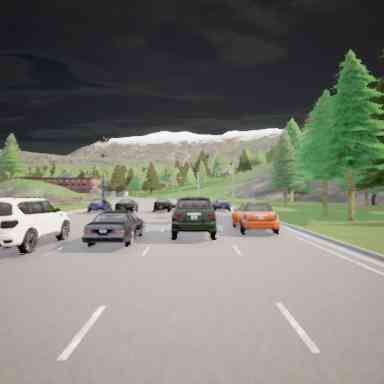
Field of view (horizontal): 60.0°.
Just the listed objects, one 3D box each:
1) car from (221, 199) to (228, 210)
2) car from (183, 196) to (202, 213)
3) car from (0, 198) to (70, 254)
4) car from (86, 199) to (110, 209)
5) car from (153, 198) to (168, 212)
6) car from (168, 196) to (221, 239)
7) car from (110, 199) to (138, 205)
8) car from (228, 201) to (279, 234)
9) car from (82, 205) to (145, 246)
[{"bbox_3d":[3.589,1.542,40.287,1.812,1.442,4.674,0,0,0],"label":"car"},{"bbox_3d":[0.090,1.367,38.528,2.097,1.767,4.553,0,0,0],"label":"car"},{"bbox_3d":[-6.904,1.229,13.598,2.150,2.045,5.566,0,0,0],"label":"car"},{"bbox_3d":[-10.409,1.540,37.574,1.812,1.442,4.674,0,0,0],"label":"car"},{"bbox_3d":[-3.412,1.493,38.948,1.882,1.535,5.008,0,0,0],"label":"car"},{"bbox_3d":[0.095,1.230,17.597,2.150,2.045,5.566,0,0,0],"label":"car"},{"bbox_3d":[-6.910,1.491,35.498,1.882,1.535,5.008,0,0,0],"label":"car"},{"bbox_3d":[3.594,1.362,19.530,2.097,1.767,4.553,0,0,0],"label":"car"},{"bbox_3d":[-3.404,1.553,15.239,2.033,1.411,5.357,0,0,0],"label":"car"}]
